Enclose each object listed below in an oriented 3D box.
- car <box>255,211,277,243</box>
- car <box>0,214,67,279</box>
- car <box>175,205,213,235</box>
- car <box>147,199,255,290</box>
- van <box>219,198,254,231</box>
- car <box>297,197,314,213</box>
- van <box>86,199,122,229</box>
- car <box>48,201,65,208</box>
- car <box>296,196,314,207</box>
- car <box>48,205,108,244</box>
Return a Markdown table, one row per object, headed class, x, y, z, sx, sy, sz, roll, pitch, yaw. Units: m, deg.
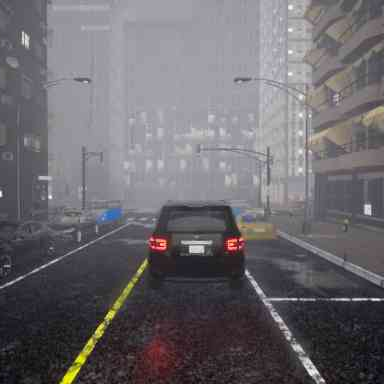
| class | x | y | z | sx | sy | sz | roll | pitch | yaw |
| --- | --- | --- | --- | --- | --- | --- | --- | --- | --- |
| car | 2.728 | 1.522 | 15.748 | 1.752 | 1.417 | 4.829 | -1 | 0 | 0 |
| car | -5.669 | 1.563 | 10.030 | 1.947 | 1.339 | 4.313 | -1 | 0 | 0 |
| car | 0.126 | 1.560 | 19.563 | 1.994 | 1.385 | 4.181 | 0 | 0 | 1 |
| car | 0.107 | 1.219 | 9.230 | 2.150 | 2.045 | 5.566 | 0 | 0 | 0 |
| van | 2.742 | 1.336 | 21.179 | 1.690 | 1.788 | 3.998 | -1 | 0 | 0 |
| car | 14.928 | 1.582 | 37.875 | 4.674 | 1.442 | 1.812 | 0 | 1 | -1 |
| van | -5.638 | 1.336 | 21.234 | 1.690 | 1.788 | 3.998 | -1 | 0 | 0 |
| car | -16.124 | 1.490 | 34.962 | 5.357 | 1.411 | 2.033 | 0 | 1 | 1 |
| car | 15.362 | 1.337 | 40.471 | 5.009 | 1.841 | 2.192 | 0 | 1 | 1 |
| car | -5.652 | 1.547 | 15.632 | 2.008 | 1.369 | 4.403 | -1 | 0 | 0 |
